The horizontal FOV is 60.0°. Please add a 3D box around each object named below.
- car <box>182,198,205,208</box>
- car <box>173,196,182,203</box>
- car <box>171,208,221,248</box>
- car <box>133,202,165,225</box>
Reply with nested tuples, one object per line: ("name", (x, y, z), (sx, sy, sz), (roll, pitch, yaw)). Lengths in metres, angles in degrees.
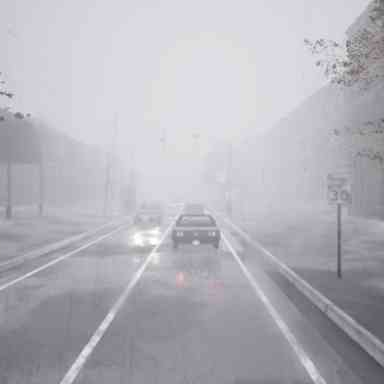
("car", (0.239, 1.502, 33.145), (1.882, 1.535, 5.008), (0, 0, 0))
("car", (-2.734, 1.461, 65.136), (1.895, 1.301, 4.718), (0, 1, 1))
("car", (0.161, 1.613, 14.767), (1.895, 1.301, 4.718), (0, 0, 0))
("car", (-2.999, 1.512, 23.922), (2.128, 1.511, 4.902), (0, 0, 0))
